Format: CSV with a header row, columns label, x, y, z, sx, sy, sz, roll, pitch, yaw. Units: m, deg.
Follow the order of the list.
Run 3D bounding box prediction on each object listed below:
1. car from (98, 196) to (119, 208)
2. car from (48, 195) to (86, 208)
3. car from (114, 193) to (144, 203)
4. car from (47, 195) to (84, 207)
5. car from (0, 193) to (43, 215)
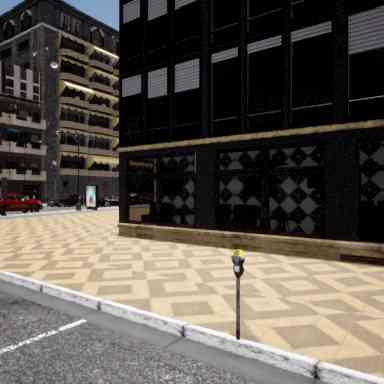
label,x,y,z,sx,sy,sz,roll,pitch,yaw
car,-9.237,1.072,37.874,1.947,1.339,4.313,1,2,35
car,-14.873,1.050,39.954,1.812,1.442,4.674,0,1,35
car,-9.763,0.834,51.715,2.008,1.369,4.403,2,2,35
car,-16.133,1.074,42.636,1.802,1.307,4.206,1,2,35
car,-15.608,1.029,28.786,2.192,1.841,5.009,1,2,35
